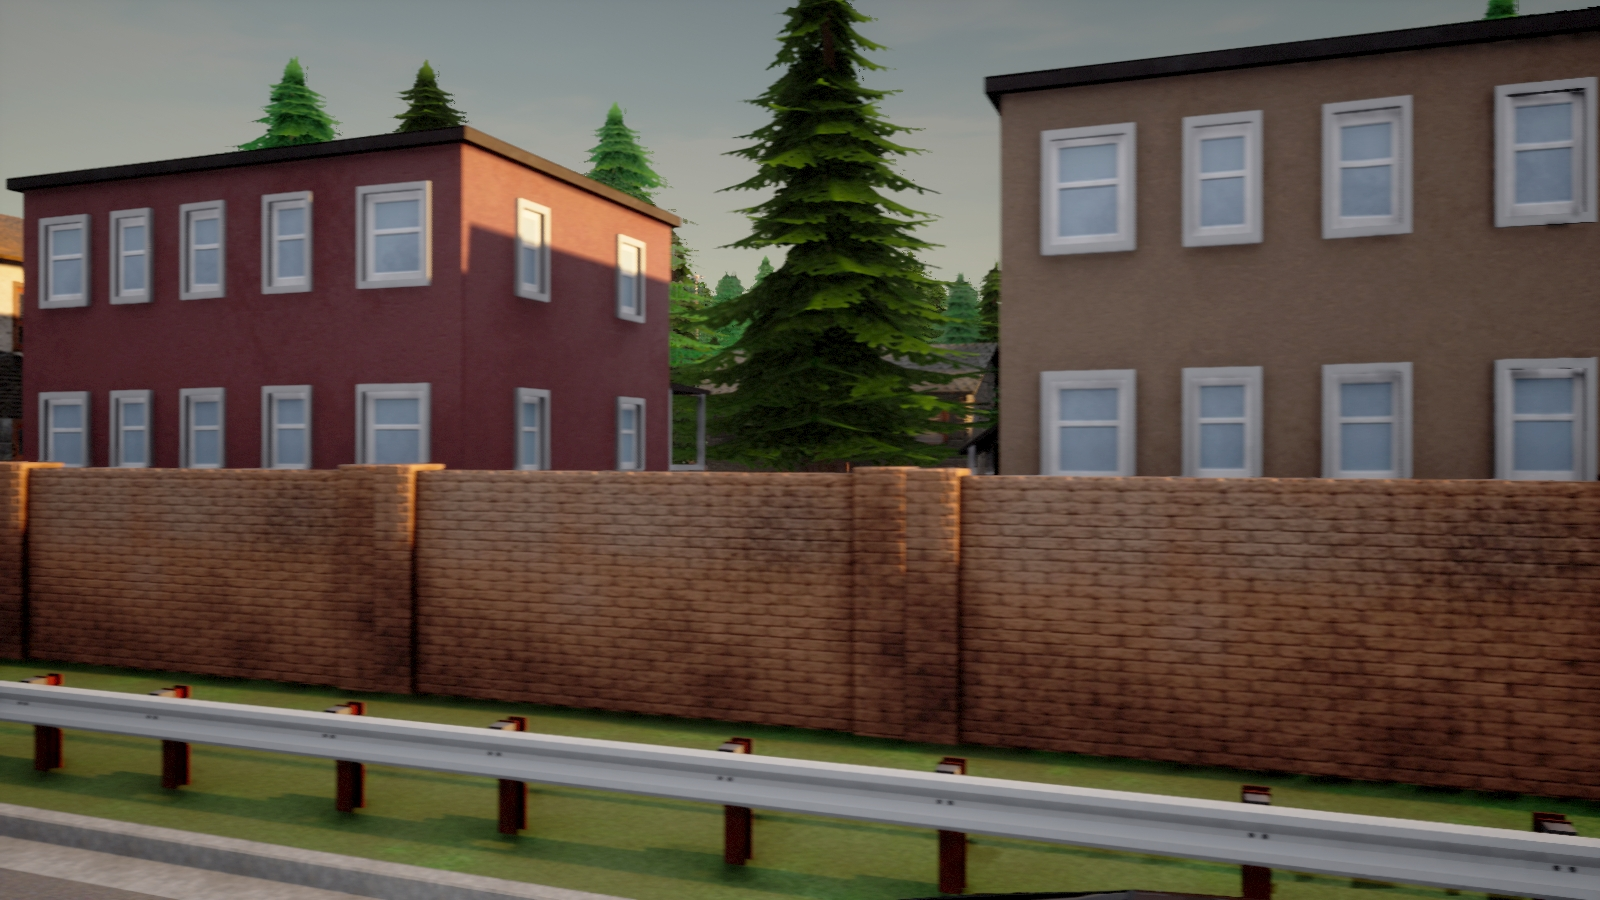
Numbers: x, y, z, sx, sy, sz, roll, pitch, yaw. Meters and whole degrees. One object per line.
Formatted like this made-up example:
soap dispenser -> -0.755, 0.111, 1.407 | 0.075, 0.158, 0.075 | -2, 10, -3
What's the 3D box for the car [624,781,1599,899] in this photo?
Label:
car -> 1.699, 2.040, 2.685 | 4.514, 1.525, 2.007 | 0, 0, 20
